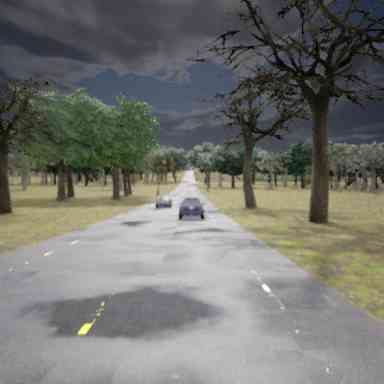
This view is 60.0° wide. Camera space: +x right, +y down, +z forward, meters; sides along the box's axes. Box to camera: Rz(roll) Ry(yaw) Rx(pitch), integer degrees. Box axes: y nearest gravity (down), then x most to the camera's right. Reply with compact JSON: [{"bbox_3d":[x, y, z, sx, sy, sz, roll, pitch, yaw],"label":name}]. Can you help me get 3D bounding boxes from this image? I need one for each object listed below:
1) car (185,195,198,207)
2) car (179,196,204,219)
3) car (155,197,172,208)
[{"bbox_3d":[-0.046,1.254,46.535,1.812,1.442,4.674,0,1,0],"label":"car"},{"bbox_3d":[-0.024,1.305,28.973,2.097,1.767,4.553,0,0,0],"label":"car"},{"bbox_3d":[-3.622,1.349,43.580,1.994,1.385,4.181,0,1,0],"label":"car"}]
